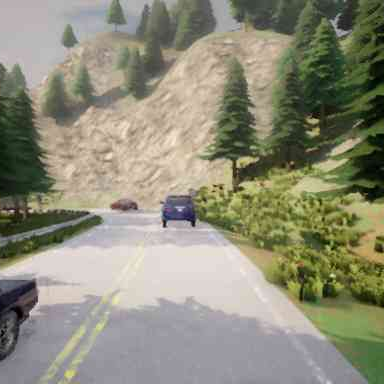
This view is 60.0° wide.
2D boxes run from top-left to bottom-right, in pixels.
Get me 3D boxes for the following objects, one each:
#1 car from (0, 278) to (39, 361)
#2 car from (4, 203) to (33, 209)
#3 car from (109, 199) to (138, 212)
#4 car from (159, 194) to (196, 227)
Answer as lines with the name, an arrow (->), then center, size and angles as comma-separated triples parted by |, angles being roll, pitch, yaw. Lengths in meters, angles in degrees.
car -> -3.363, 1.603, 3.123 | 1.895, 1.301, 4.718 | 0, 0, -1
car -> -24.680, 2.341, 47.250 | 4.892, 1.490, 1.837 | -3, 2, 28
car -> -8.198, 1.546, 39.802 | 1.812, 1.442, 4.674 | -4, 2, -40
car -> -1.032, 1.188, 23.067 | 2.150, 2.045, 5.566 | -1, 0, -6
